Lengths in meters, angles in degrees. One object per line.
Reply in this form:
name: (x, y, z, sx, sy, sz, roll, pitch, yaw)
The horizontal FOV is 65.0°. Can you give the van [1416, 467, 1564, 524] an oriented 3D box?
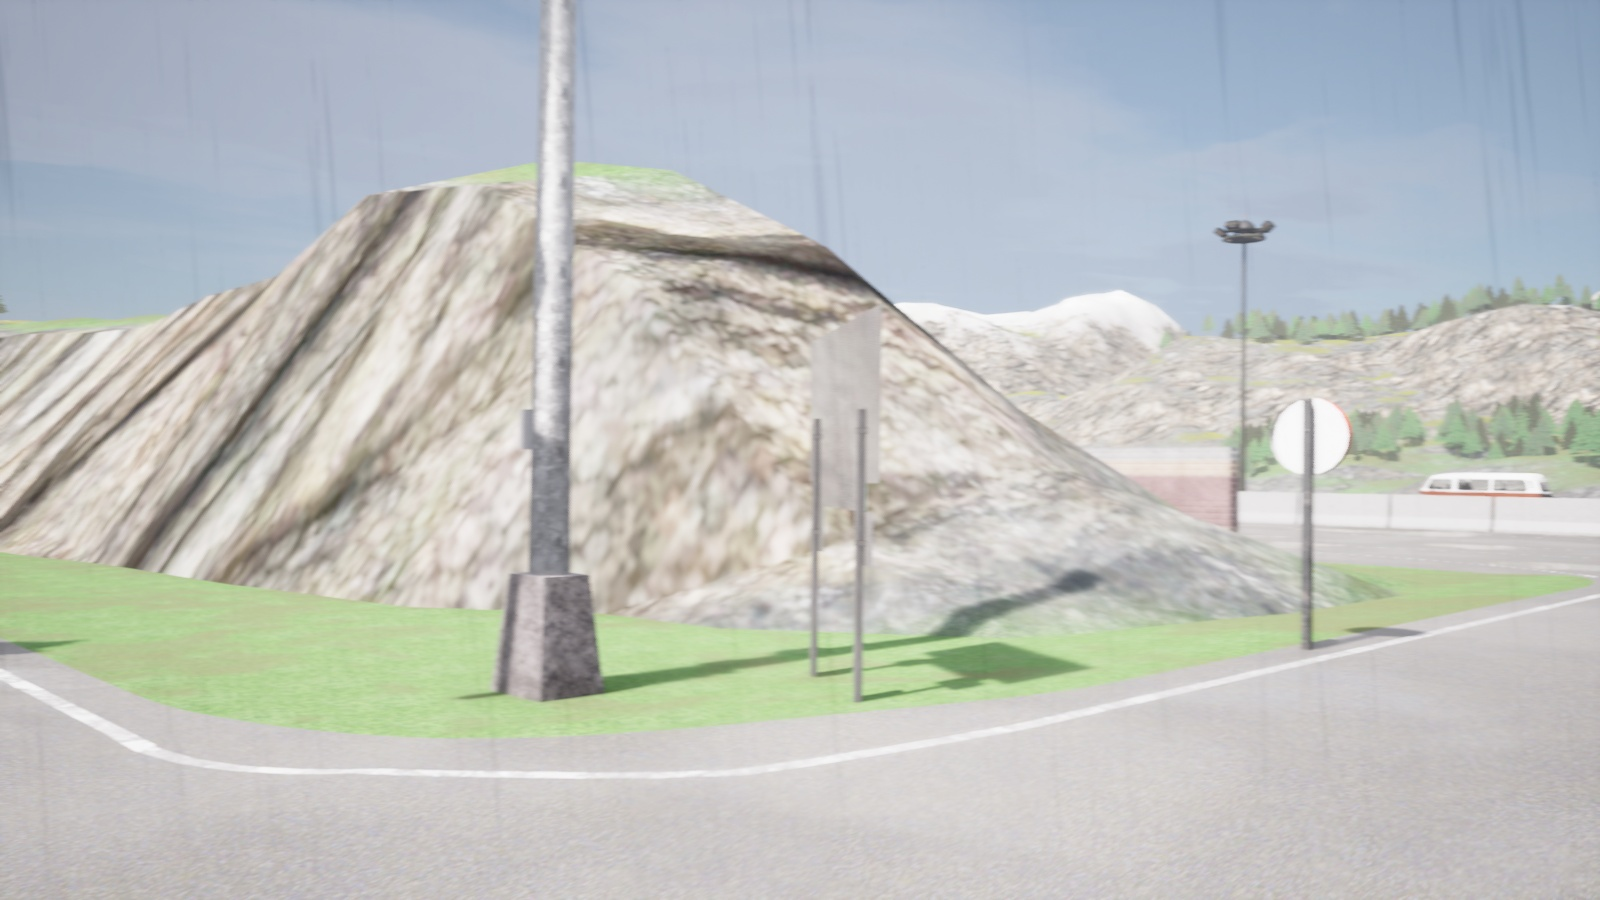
van: (26.091, 1.676, 47.568, 2.069, 2.038, 4.480, 1, -1, -44)
